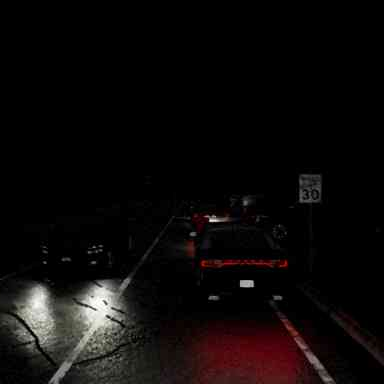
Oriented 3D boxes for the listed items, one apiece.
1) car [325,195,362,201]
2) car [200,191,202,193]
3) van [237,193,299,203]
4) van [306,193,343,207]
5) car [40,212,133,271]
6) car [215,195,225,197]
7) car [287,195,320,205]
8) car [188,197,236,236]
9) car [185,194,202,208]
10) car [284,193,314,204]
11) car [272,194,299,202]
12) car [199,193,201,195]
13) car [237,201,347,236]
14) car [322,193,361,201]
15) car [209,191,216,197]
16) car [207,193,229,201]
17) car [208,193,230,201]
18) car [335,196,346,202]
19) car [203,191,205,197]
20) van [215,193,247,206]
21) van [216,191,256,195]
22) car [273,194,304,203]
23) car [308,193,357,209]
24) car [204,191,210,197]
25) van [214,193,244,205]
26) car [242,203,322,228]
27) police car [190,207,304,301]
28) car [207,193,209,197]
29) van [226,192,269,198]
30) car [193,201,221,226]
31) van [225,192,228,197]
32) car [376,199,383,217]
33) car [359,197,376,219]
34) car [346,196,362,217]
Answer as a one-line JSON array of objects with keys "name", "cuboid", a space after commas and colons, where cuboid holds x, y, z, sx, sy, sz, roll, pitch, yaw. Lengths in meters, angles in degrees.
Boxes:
[{"name": "car", "cuboid": [18.805, 1.451, 39.196, 4.792, 1.488, 2.163, 0, 0, 0]}, {"name": "car", "cuboid": [5.796, 0.936, 94.594, 5.366, 1.575, 1.946, 0, 1, 0]}, {"name": "van", "cuboid": [5.836, 1.237, 24.504, 4.442, 1.987, 1.878, 0, 0, 0]}, {"name": "van", "cuboid": [18.880, 1.134, 47.523, 4.442, 1.987, 1.878, 0, 1, 0]}, {"name": "car", "cuboid": [-3.252, 1.469, 11.096, 1.882, 1.535, 5.008, 0, 0, 0]}, {"name": "car", "cuboid": [5.700, 1.408, 41.331, 4.892, 1.521, 2.231, 0, 0, 0]}, {"name": "car", "cuboid": [18.722, 1.315, 55.850, 4.792, 1.488, 2.163, 0, 1, 0]}, {"name": "car", "cuboid": [0.971, 1.332, 18.367, 2.097, 1.767, 4.553, 0, 0, 0]}, {"name": "car", "cuboid": [0.007, 1.421, 45.079, 2.033, 1.411, 5.357, 0, 0, 1]}, {"name": "car", "cuboid": [18.777, 1.135, 58.626, 4.553, 1.767, 2.185, 0, 1, 0]}, {"name": "car", "cuboid": [18.739, 1.188, 66.954, 4.892, 1.521, 2.231, 0, 1, 0]}, {"name": "car", "cuboid": [-0.011, 1.274, 58.225, 2.128, 1.511, 4.902, 0, 0, 0]}, {"name": "car", "cuboid": [5.543, 1.465, 18.898, 5.366, 1.575, 1.946, 0, 0, 0]}, {"name": "car", "cuboid": [18.744, 1.152, 41.969, 5.566, 2.045, 2.435, 0, 0, 0]}, {"name": "car", "cuboid": [5.657, 1.112, 46.937, 5.566, 2.045, 2.435, 0, 1, 0]}, {"name": "car", "cuboid": [5.614, 1.013, 72.167, 4.553, 1.767, 2.185, 0, 1, 0]}, {"name": "car", "cuboid": [5.619, 1.038, 69.364, 4.553, 1.767, 2.185, 0, 1, 0]}, {"name": "car", "cuboid": [18.751, 1.468, 36.413, 4.792, 1.488, 2.163, 0, 0, 0]}, {"name": "car", "cuboid": [5.626, 0.938, 66.560, 5.566, 2.045, 2.435, 0, 1, 0]}, {"name": "van", "cuboid": [5.797, 1.113, 49.741, 4.442, 1.987, 1.878, 0, 1, 0]}, {"name": "van", "cuboid": [5.806, 1.162, 44.137, 4.442, 1.987, 1.878, 0, 0, 0]}, {"name": "car", "cuboid": [18.553, 1.208, 64.177, 5.366, 1.575, 1.946, 0, 0, 0]}, {"name": "car", "cuboid": [18.796, 1.133, 44.746, 5.566, 2.045, 2.435, 0, 1, 0]}, {"name": "car", "cuboid": [5.630, 0.963, 63.757, 5.566, 2.045, 2.435, 0, 1, 0]}, {"name": "van", "cuboid": [5.793, 1.088, 52.544, 4.442, 1.987, 1.878, 0, 1, 0]}, {"name": "car", "cuboid": [5.727, 1.505, 21.701, 4.674, 1.452, 2.002, 0, 0, 0]}, {"name": "police car", "cuboid": [0.973, 1.420, 8.495, 1.930, 1.638, 5.238, 0, 0, 0]}, {"name": "car", "cuboid": [5.660, 1.279, 60.956, 4.674, 1.452, 2.002, 0, 1, 0]}, {"name": "van", "cuboid": [5.594, 1.229, 30.114, 4.442, 1.987, 1.878, 0, 0, 0]}, {"name": "car", "cuboid": [0.971, 1.472, 24.406, 1.837, 1.490, 4.892, 0, 0, 0]}, {"name": "van", "cuboid": [5.823, 1.222, 32.916, 4.442, 1.987, 1.878, 0, 0, 0]}, {"name": "car", "cuboid": [18.788, 1.461, 28.086, 4.892, 1.521, 2.231, 0, 0, 0]}, {"name": "car", "cuboid": [18.784, 1.454, 30.864, 5.008, 1.535, 2.097, 0, 0, 0]}, {"name": "car", "cuboid": [18.970, 1.443, 33.642, 5.366, 1.575, 1.946, 0, 0, 0]}]
